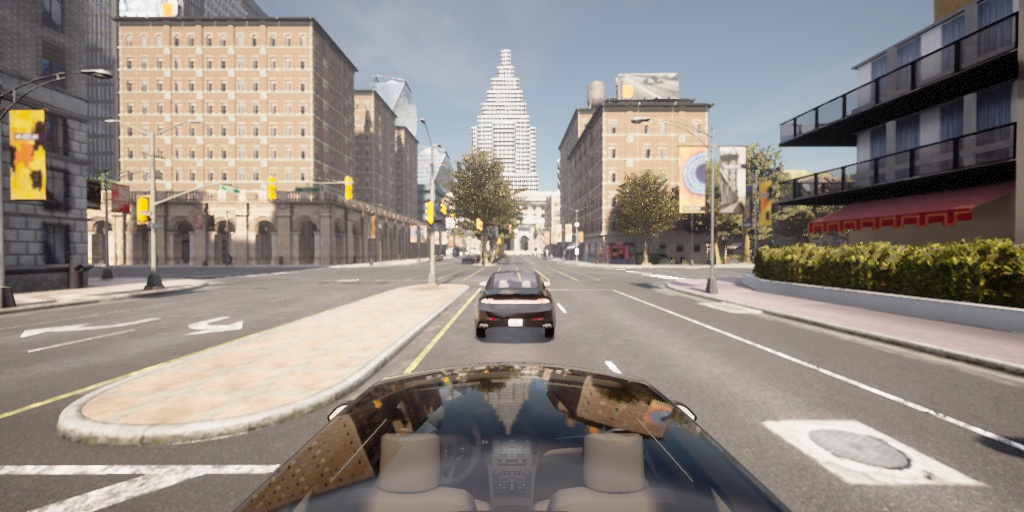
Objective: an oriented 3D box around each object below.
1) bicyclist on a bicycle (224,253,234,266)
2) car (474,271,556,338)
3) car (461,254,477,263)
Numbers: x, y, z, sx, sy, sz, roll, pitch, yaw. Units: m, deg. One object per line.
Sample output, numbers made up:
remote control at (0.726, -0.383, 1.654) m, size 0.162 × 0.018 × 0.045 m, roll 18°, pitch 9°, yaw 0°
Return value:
bicyclist on a bicycle at (-37.237, 0.477, 47.235) m, size 0.582 × 1.620 × 1.656 m, roll 0°, pitch 1°, yaw 0°
car at (0.083, 1.139, 9.830) m, size 2.128 × 1.511 × 4.902 m, roll 0°, pitch 1°, yaw 0°
car at (-7.941, 0.477, 64.970) m, size 1.812 × 1.442 × 4.674 m, roll 0°, pitch 1°, yaw 1°
